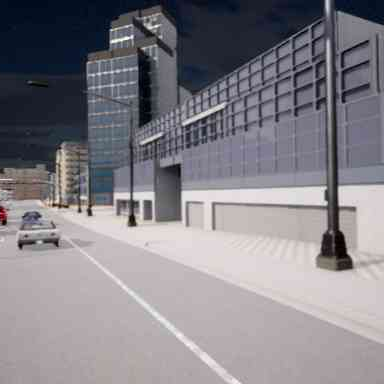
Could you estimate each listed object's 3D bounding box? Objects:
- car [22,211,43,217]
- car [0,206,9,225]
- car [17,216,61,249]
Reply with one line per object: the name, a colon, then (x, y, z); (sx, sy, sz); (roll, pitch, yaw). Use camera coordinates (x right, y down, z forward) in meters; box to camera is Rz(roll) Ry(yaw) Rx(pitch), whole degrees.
car: (-16.279, 2.697, 33.986); (2.033, 1.411, 5.357); (-1, -1, -26)
car: (-21.286, 2.488, 36.177); (2.150, 2.045, 5.566); (-1, 0, -26)
car: (-8.156, 2.157, 17.627); (1.895, 1.301, 4.718); (-1, -2, -27)
